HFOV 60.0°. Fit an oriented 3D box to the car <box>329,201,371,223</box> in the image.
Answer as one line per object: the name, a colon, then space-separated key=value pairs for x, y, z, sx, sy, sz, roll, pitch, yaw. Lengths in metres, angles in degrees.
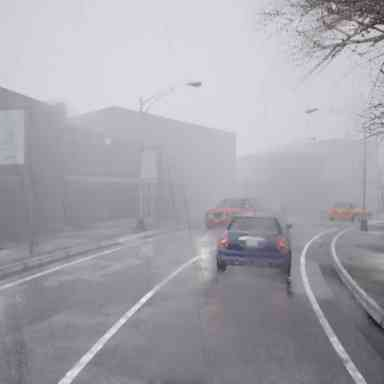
car: x=13.962 y=1.698 z=29.217 sx=4.553 sy=1.767 sz=2.097 roll=1 pitch=0 yaw=-43

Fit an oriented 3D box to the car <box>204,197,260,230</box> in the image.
car: x=2.874 y=1.348 z=21.676 sx=2.150 sy=2.045 sz=5.566 roll=1 pitch=0 yaw=32

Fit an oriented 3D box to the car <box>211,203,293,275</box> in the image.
car: x=2.226 y=1.436 z=11.100 sx=2.097 sy=1.767 sz=4.553 roll=1 pitch=0 yaw=16
